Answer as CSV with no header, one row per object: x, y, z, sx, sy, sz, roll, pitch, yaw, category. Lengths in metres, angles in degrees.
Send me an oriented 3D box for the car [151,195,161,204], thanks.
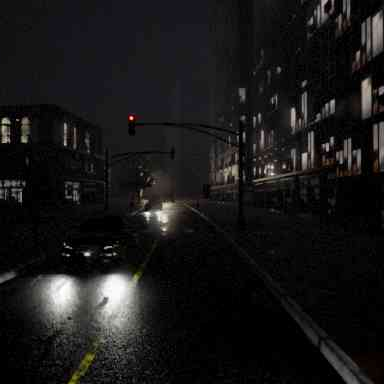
-7.330,1.479,66.916,1.837,1.490,4.892,0,1,-7,car

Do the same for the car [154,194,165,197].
-5.625,1.490,51.948,1.837,1.490,4.892,0,0,-6,car

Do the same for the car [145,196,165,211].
-4.494,1.555,39.692,1.994,1.385,4.181,0,0,-4,car

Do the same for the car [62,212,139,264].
-3.029,1.505,11.835,1.837,1.490,4.892,0,0,-2,car

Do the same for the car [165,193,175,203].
-4.836,1.204,69.121,2.150,2.045,5.566,0,0,-8,car

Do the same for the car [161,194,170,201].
-6.379,1.331,79.389,1.812,1.442,4.674,0,0,-10,car
